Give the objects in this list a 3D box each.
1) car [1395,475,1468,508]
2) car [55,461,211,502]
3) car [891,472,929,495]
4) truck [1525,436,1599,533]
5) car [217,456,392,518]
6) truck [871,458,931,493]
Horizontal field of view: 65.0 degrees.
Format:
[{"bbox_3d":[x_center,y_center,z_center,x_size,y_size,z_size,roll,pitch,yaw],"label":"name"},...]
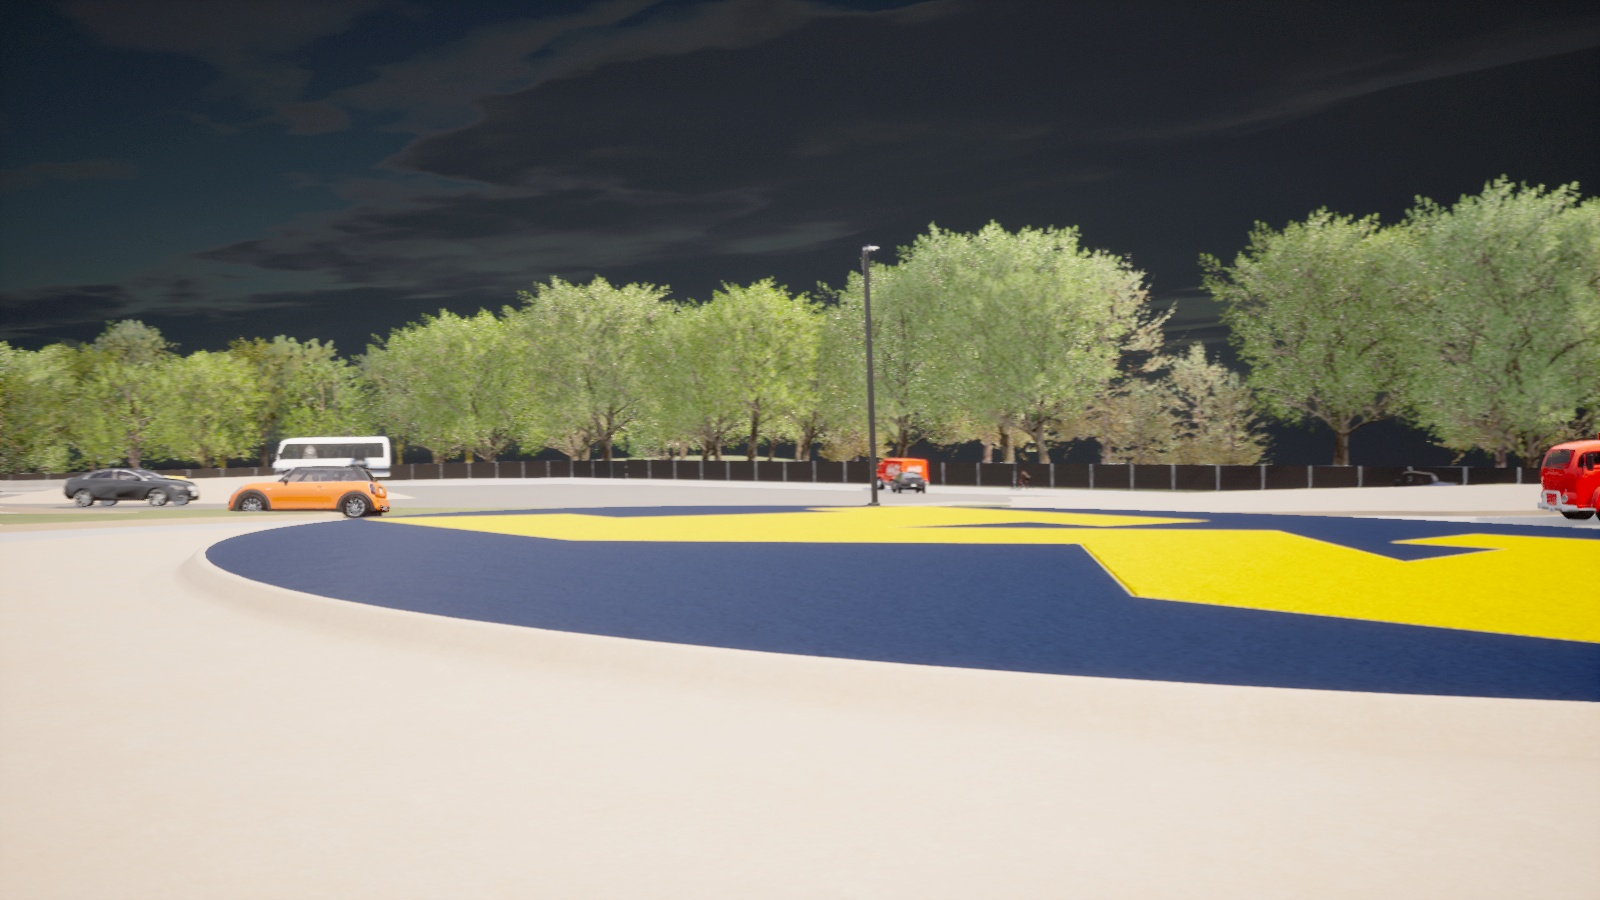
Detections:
[{"bbox_3d":[38.760,2.531,77.053,3.866,1.878,1.905,0,1,31],"label":"car"},{"bbox_3d":[-25.753,1.219,48.594,4.902,1.511,2.128,0,-1,2],"label":"car"},{"bbox_3d":[7.278,2.204,83.490,1.812,1.442,4.674,1,-1,-3],"label":"car"},{"bbox_3d":[22.692,0.827,33.442,5.204,2.467,2.627,-2,0,4],"label":"truck"},{"bbox_3d":[-15.202,1.169,38.724,4.553,1.767,2.097,1,-4,-5],"label":"car"},{"bbox_3d":[7.720,1.930,96.534,2.627,2.467,5.204,0,1,-21],"label":"truck"}]
